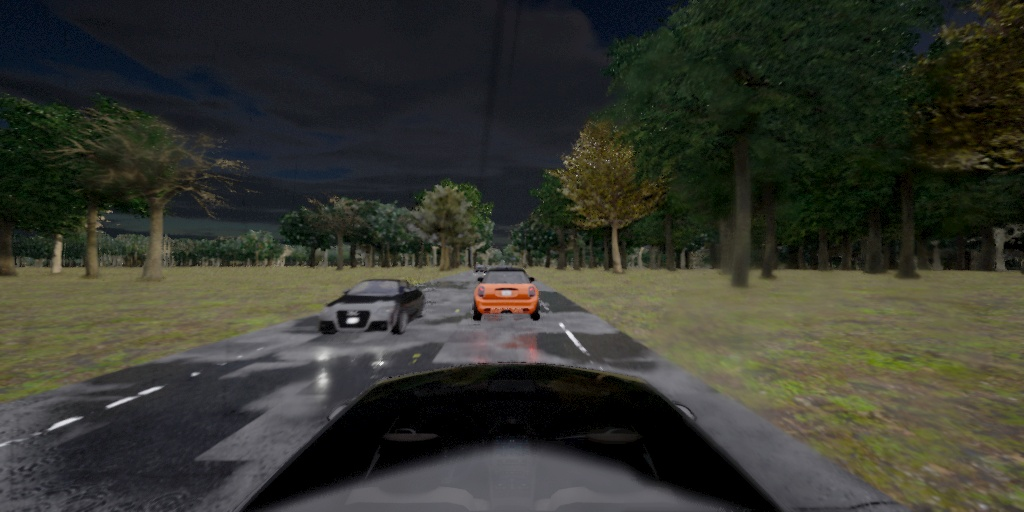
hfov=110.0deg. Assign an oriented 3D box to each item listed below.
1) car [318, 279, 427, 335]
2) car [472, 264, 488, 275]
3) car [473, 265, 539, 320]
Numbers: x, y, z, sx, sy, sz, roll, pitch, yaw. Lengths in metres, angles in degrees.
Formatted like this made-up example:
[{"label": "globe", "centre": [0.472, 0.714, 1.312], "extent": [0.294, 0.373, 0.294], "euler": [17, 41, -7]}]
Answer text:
[{"label": "car", "centre": [-3.856, 1.375, 10.588], "extent": [1.994, 1.385, 4.181], "euler": [0, -1, -1]}, {"label": "car", "centre": [-4.721, 1.994, 54.202], "extent": [2.033, 1.411, 5.357], "euler": [0, -1, -1]}, {"label": "car", "centre": [-0.215, 1.196, 13.241], "extent": [2.097, 1.767, 4.553], "euler": [0, -1, -1]}]
